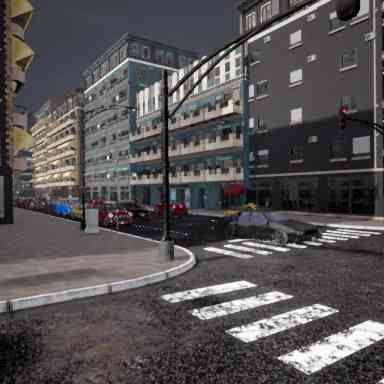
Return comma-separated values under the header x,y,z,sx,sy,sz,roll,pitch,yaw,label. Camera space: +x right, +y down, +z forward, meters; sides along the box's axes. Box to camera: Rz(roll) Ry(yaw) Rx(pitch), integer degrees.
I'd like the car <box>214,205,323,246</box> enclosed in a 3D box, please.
x,y,z,sx,sy,sz,roll,pitch,yaw,label
3.397,1.587,16.029,2.033,1.411,5.357,-1,1,-40,car

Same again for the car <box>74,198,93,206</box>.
x,y,z,sx,sy,sz,roll,pitch,yaw,label
-18.262,1.643,55.850,1.947,1.339,4.313,-1,1,-35,car

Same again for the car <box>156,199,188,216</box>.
x,y,z,sx,sy,sz,roll,pitch,yaw,label
-2.199,1.441,33.319,1.967,1.590,4.097,-1,1,-35,car

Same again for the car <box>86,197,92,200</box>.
x,y,z,sx,sy,sz,roll,pitch,yaw,label
-14.012,1.627,39.950,1.837,1.490,4.892,-1,0,-35,car

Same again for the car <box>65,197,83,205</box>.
x,y,z,sx,sy,sz,roll,pitch,yaw,label
-21.475,1.644,60.357,2.008,1.369,4.403,-1,1,-35,car

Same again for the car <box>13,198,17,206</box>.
x,y,z,sx,sy,sz,roll,pitch,yaw,label
-31.511,1.781,59.998,1.887,1.381,4.507,-1,1,-35,car

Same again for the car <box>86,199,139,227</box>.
x,y,z,sx,sy,sz,roll,pitch,yaw,label
-5.809,1.552,23.949,1.967,1.590,4.097,-1,1,-35,car

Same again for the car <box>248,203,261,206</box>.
x,y,z,sx,sy,sz,roll,pitch,yaw,label
4.130,1.498,24.446,1.752,1.417,4.829,-1,1,-35,car

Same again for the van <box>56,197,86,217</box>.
x,y,z,sx,sy,sz,roll,pitch,yaw,label
-12.236,1.482,32.960,1.690,1.788,3.998,-1,1,-35,van

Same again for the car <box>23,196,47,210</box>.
x,y,z,sx,sy,sz,roll,pitch,yaw,label
-21.874,1.627,46.479,1.967,1.590,4.097,-1,1,-35,car

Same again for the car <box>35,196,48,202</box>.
x,y,z,sx,sy,sz,roll,pitch,yaw,label
-37.540,1.727,82.887,1.887,1.381,4.507,-1,1,-35,car

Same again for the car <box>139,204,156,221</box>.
x,y,z,sx,sy,sz,roll,pitch,yaw,label
-5.164,1.584,27.513,1.837,1.490,4.892,-1,1,-35,car

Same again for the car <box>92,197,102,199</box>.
x,y,z,sx,sy,sz,roll,pitch,yaw,label
-15.051,1.501,51.343,1.967,1.590,4.097,-1,1,-35,car

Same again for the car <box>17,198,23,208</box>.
x,y,z,sx,sy,sz,roll,pitch,yaw,label
-25.085,1.769,50.986,1.947,1.339,4.313,-1,1,-35,car

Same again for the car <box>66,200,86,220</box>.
x,y,z,sx,sy,sz,roll,pitch,yaw,label
-8.922,1.651,28.317,1.752,1.417,4.829,-1,1,-35,car

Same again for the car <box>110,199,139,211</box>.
x,y,z,sx,sy,sz,roll,pitch,yaw,label
-8.623,1.581,42.332,2.008,1.369,4.403,-1,1,-35,car
